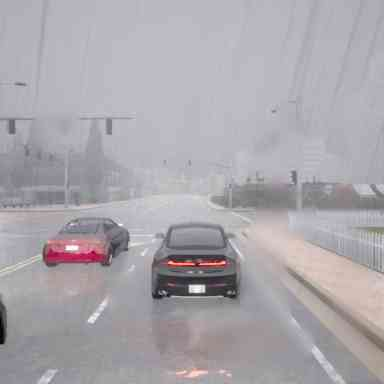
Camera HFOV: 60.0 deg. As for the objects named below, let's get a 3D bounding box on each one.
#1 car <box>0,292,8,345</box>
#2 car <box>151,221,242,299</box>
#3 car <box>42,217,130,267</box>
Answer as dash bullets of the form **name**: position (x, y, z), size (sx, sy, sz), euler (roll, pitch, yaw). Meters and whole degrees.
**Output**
- **car**: position (-3.408, 1.492, 2.570), size (2.128, 1.511, 4.902), euler (0, 0, 0)
- **car**: position (0.087, 1.505, 8.440), size (1.837, 1.490, 4.892), euler (0, 0, 0)
- **car**: position (-3.418, 1.564, 11.479), size (1.994, 1.385, 4.181), euler (0, 0, 0)
